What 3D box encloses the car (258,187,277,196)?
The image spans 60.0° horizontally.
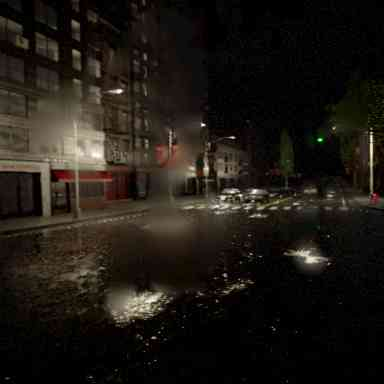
[{"bbox_3d":[12.700,-0.111,55.717,2.033,1.411,5.357,0,1,24],"label":"car"}]

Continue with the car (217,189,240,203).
[{"bbox_3d":[4.220,0.378,36.684,2.128,1.511,4.902,0,1,24],"label":"car"}]

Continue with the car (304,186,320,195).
[{"bbox_3d":[19.966,-0.186,55.818,1.895,1.301,4.718,0,1,24],"label":"car"}]

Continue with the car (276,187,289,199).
[{"bbox_3d":[11.152,0.078,44.208,1.882,1.535,5.008,0,1,24],"label":"car"}]

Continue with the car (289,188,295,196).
[{"bbox_3d":[15.338,-0.062,53.649,1.895,1.301,4.718,0,1,24],"label":"car"}]

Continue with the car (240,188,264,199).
[{"bbox_3d":[8.428,0.158,46.080,2.033,1.411,5.357,0,1,24],"label":"car"}]

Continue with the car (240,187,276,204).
[{"bbox_3d":[7.088,0.415,35.133,2.033,1.411,5.357,0,1,25],"label":"car"}]
